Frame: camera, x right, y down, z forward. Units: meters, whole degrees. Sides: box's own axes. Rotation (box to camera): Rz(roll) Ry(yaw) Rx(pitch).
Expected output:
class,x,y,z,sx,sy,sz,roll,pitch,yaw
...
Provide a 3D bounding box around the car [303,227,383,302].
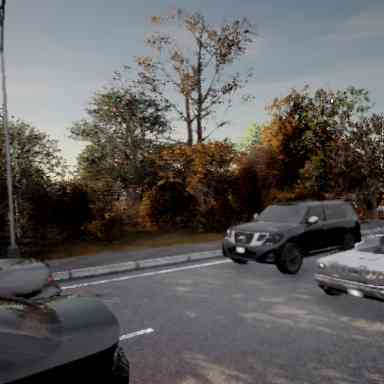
class,x,y,z,sx,sy,sz,roll,pitch,yaw
car,4.834,1.625,7.710,4.718,1.301,1.895,0,-1,-38

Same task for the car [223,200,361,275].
class,x,y,z,sx,sy,sz,roll,pitch,yaw
car,3.553,1.304,11.156,5.566,2.045,2.150,0,-1,-38

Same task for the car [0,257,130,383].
class,x,y,z,sx,sy,sz,roll,pitch,yaw
car,-2.879,1.543,2.066,5.008,1.535,1.882,-1,0,-35

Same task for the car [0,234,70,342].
class,x,y,z,sx,sy,sz,roll,pitch,yaw
car,-4.870,1.655,4.945,5.357,1.411,2.033,-1,0,-38
